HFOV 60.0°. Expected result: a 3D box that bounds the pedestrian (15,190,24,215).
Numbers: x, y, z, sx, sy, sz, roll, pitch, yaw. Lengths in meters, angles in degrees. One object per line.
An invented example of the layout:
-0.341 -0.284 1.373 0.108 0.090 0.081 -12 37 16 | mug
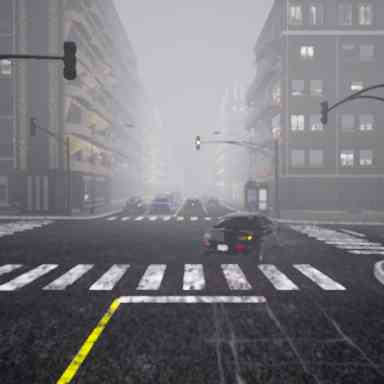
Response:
-12.715 0.744 24.395 0.375 1.860 0.375 0 0 -1 | pedestrian

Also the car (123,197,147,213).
-5.696 1.222 33.406 1.967 1.590 4.097 0 0 0 | car

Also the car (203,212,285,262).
1.932 1.447 11.846 1.812 1.442 4.674 0 0 26 | car

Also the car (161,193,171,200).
-5.698 1.054 72.706 1.752 1.417 4.829 0 0 0 | car

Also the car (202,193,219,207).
2.684 1.260 44.679 2.008 1.369 4.403 0 0 0 | car

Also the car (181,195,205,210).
0.095 1.315 38.080 1.994 1.385 4.181 0 0 0 | car

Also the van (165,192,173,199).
-5.699 0.795 84.153 1.690 1.788 3.998 0 0 0 | van

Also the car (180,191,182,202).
-3.015 0.813 62.836 2.150 2.045 5.566 0 0 0 | car

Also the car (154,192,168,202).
-5.699 0.915 61.597 2.192 1.841 5.009 0 0 0 | car

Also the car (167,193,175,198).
-5.699 0.968 89.792 2.008 1.369 4.403 0 0 0 | car

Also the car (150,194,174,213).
-3.091 1.259 33.486 1.882 1.535 5.008 0 0 -1 | car

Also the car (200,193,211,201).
2.682 1.004 67.232 1.967 1.590 4.097 0 0 0 | car

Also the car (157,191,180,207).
-3.089 1.062 44.576 2.097 1.767 4.553 0 0 0 | car

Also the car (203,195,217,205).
2.684 1.218 50.316 1.887 1.381 4.507 0 0 0 | car
